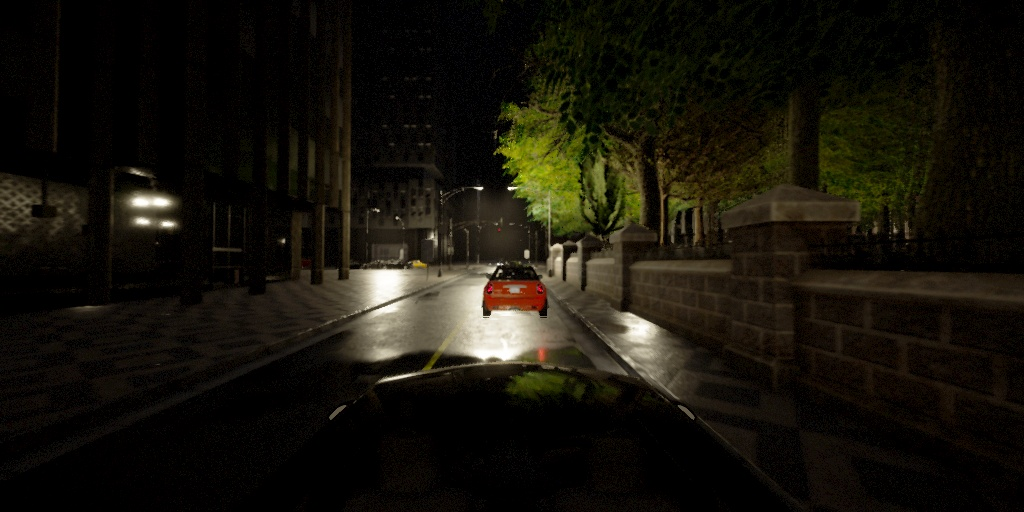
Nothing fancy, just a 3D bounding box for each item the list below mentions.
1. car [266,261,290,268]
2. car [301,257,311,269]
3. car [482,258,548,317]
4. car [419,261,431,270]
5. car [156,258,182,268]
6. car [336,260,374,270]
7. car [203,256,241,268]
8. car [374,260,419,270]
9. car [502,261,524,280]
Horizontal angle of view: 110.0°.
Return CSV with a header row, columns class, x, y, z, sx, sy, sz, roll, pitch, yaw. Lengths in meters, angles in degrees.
class,x,y,z,sx,sy,sz,roll,pitch,yaw
car,-31.175,1.226,45.690,4.207,1.307,1.802,0,0,0
car,-31.135,1.122,54.214,5.009,1.841,2.192,0,0,0
car,0.092,1.078,13.164,2.097,1.767,4.553,0,0,0
car,-14.767,1.310,54.122,4.829,1.417,1.751,0,0,0
car,-42.201,1.100,45.752,4.097,1.591,1.967,0,0,0
car,-20.149,1.194,45.629,4.313,1.339,1.948,0,0,0
car,-36.688,0.967,45.721,5.009,1.841,2.192,0,0,0
car,-14.636,1.171,45.598,4.403,1.370,2.007,0,0,0
car,0.096,1.202,31.852,1.837,1.490,4.892,0,0,0
